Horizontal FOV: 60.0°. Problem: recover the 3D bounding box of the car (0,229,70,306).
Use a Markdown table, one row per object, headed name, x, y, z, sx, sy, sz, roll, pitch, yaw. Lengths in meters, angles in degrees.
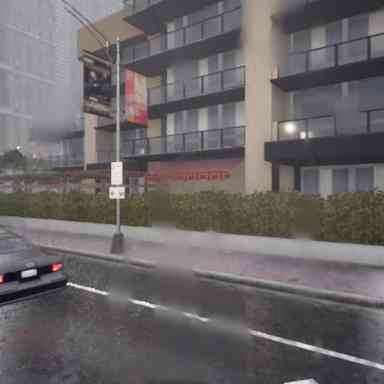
| name | x | y | z | sx | sy | sz | roll | pitch | yaw |
| --- | --- | --- | --- | --- | --- | --- | --- | --- | --- |
| car | -5.066 | 1.560 | 7.623 | 5.357 | 1.411 | 2.033 | 0 | 0 | 35 |
